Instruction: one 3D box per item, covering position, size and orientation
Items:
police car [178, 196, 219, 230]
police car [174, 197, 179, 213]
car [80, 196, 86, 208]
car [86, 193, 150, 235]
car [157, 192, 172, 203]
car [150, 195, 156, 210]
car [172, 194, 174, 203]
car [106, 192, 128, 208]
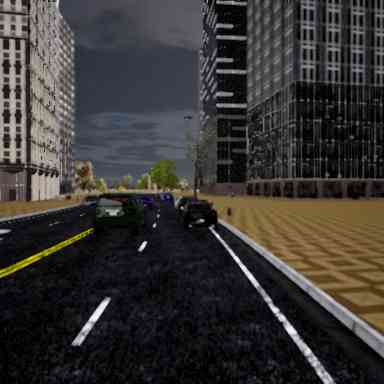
[{"bbox_3d":[0.367,1.232,19.584,1.930,1.638,5.238,0,1,-3],"label":"police car"},{"bbox_3d":[-0.354,1.134,29.717,1.930,1.638,5.238,0,1,-5],"label":"police car"},{"bbox_3d":[-12.389,1.134,40.817,1.812,1.442,4.674,0,1,-7],"label":"car"},{"bbox_3d":[-3.693,1.048,17.662,2.150,2.045,5.566,0,1,-3],"label":"car"},{"bbox_3d":[-3.956,0.844,52.812,2.097,1.767,4.553,0,1,-9],"label":"car"},{"bbox_3d":[-5.120,1.177,35.912,1.812,1.442,4.674,0,1,-6],"label":"car"},{"bbox_3d":[-0.907,1.178,35.677,1.812,1.442,4.674,0,1,-6],"label":"car"},{"bbox_3d":[-9.083,0.962,40.459,2.097,1.767,4.553,0,1,-7],"label":"car"}]
